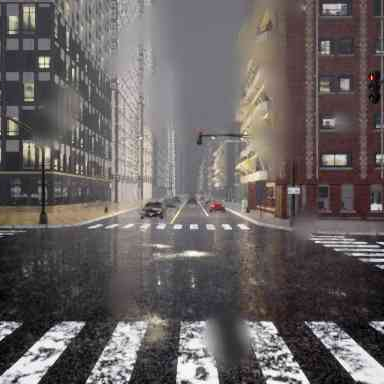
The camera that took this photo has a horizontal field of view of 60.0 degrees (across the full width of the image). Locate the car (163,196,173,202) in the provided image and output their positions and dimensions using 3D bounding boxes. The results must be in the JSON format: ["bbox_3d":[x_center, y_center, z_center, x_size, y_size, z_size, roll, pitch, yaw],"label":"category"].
[{"bbox_3d":[-5.696,1.589,78.331,2.008,1.369,4.403,0,0,0],"label":"car"}]

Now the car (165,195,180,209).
[{"bbox_3d":[-3.100,1.561,45.585,2.033,1.411,5.357,0,0,0],"label":"car"}]

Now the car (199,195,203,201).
[{"bbox_3d":[2.687,1.571,55.738,2.008,1.369,4.403,0,0,0],"label":"car"}]

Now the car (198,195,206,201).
[{"bbox_3d":[2.683,1.491,89.630,1.967,1.590,4.097,0,0,0],"label":"car"}]

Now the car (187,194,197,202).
[{"bbox_3d":[-0.005,1.218,69.743,2.097,1.767,4.553,0,0,0],"label":"car"}]

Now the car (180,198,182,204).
[{"bbox_3d":[-3.006,1.566,63.937,1.837,1.490,4.892,0,0,0],"label":"car"}]

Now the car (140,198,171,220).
[{"bbox_3d":[-3.127,1.509,28.017,1.837,1.490,4.892,0,0,1],"label":"car"}]

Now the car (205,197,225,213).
[{"bbox_3d":[2.739,1.591,37.172,1.802,1.307,4.206,0,0,0],"label":"car"}]

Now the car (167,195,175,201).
[{"bbox_3d":[-5.698,1.595,89.629,1.887,1.381,4.507,0,0,0],"label":"car"}]

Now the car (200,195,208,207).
[{"bbox_3d":[2.687,1.567,50.090,2.008,1.369,4.403,0,0,0],"label":"car"}]

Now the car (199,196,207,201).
[{"bbox_3d":[2.683,1.626,83.981,1.802,1.307,4.206,0,0,0],"label":"car"}]

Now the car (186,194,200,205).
[{"bbox_3d":[-0.004,1.549,59.771,1.812,1.442,4.674,0,0,0],"label":"car"}]
